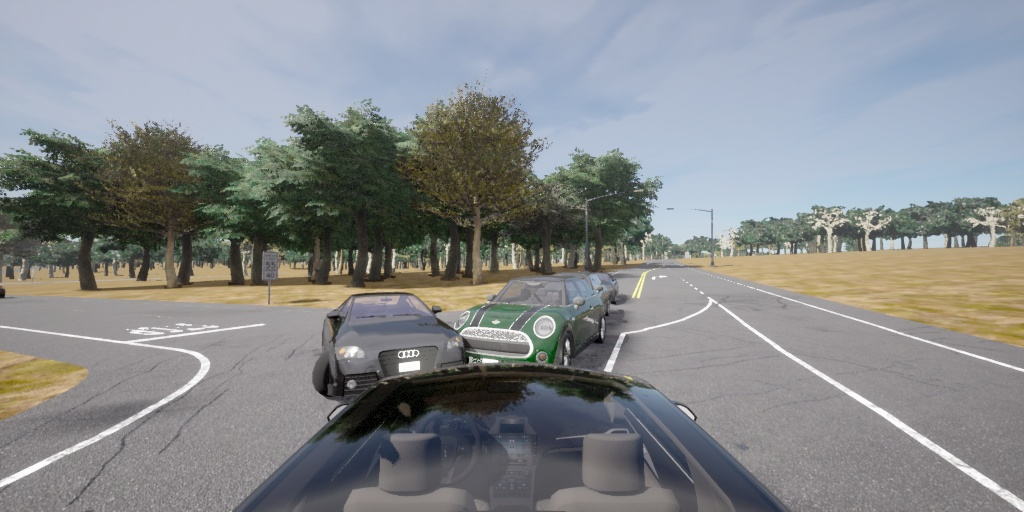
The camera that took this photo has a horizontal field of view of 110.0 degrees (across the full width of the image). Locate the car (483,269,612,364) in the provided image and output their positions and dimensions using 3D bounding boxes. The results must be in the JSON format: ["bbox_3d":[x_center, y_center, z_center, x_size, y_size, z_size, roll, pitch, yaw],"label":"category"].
[{"bbox_3d":[0.618,1.218,7.814,2.097,1.767,4.553,-1,-2,26],"label":"car"}]

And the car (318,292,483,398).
[{"bbox_3d":[-2.354,1.376,6.609,1.994,1.385,4.181,1,-2,-29],"label":"car"}]

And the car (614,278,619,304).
[{"bbox_3d":[4.218,1.509,17.854,1.994,1.385,4.181,-1,0,19],"label":"car"}]

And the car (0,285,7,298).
[{"bbox_3d":[-40.859,2.562,27.373,4.181,1.385,1.994,-2,-3,22],"label":"car"}]

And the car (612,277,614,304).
[{"bbox_3d":[2.025,1.344,12.127,2.097,1.767,4.553,-1,-1,21],"label":"car"}]
